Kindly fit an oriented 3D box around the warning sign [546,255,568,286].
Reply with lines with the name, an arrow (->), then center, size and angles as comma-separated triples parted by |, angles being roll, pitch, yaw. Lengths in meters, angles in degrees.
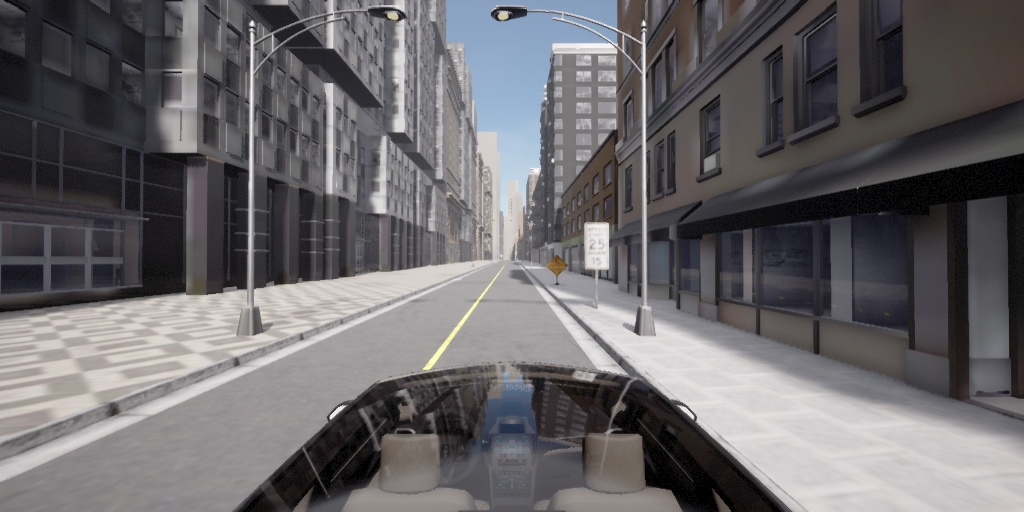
warning sign -> 2.718, 0.860, 21.561 | 1.300, 1.860, 1.060 | 0, 0, 0
